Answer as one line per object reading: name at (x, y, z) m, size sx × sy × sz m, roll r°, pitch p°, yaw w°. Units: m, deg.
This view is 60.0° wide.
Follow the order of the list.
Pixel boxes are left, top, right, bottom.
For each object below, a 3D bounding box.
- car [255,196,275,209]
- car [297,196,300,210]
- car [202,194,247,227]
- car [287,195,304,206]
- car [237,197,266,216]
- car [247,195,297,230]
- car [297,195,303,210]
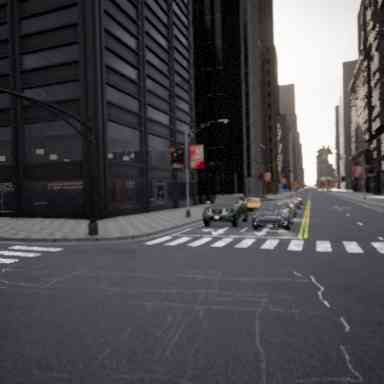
car at (9.138, 1.310, 41.405) m, size 1.994 × 1.385 × 4.181 m, roll -1°, pitch 0°, yaw 20°
car at (7.967, 1.314, 28.521) m, size 1.812 × 1.442 × 4.674 m, roll -1°, pitch 0°, yaw 20°
car at (2.414, 1.151, 22.678) m, size 2.150 × 2.045 × 5.566 m, roll -1°, pitch 0°, yaw 20°
car at (14.896, 1.147, 47.752) m, size 2.033 × 1.411 × 5.357 m, roll -1°, pitch 0°, yaw 20°
car at (5.804, 1.315, 32.093) m, size 1.882 × 1.535 × 5.008 m, roll -1°, pitch 0°, yaw 20°
car at (4.934, 1.223, 20.066) m, size 2.097 × 1.767 × 4.553 m, roll -1°, pitch 0°, yaw 20°
car at (11.343, 1.261, 37.961) m, size 1.994 × 1.385 × 4.181 m, roll -1°, pitch 0°, yaw 19°
